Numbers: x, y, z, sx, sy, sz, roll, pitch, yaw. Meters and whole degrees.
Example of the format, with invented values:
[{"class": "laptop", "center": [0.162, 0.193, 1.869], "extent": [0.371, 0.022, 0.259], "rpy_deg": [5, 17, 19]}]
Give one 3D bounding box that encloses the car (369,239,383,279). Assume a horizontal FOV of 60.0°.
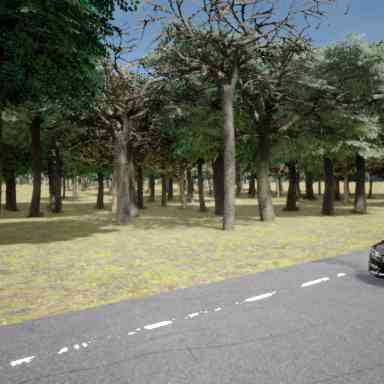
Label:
[{"class": "car", "center": [6.585, 1.482, 8.911], "extent": [4.902, 1.511, 2.128], "rpy_deg": [0, 0, -37]}]
